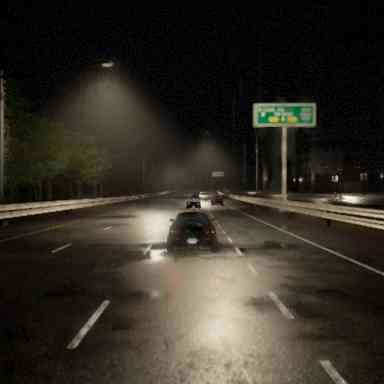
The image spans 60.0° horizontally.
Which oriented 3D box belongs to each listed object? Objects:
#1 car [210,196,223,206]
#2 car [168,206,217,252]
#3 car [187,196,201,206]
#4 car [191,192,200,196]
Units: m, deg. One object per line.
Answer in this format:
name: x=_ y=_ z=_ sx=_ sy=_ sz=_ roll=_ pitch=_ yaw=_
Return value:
car: x=3.912 y=1.415 z=52.798 sx=1.837 sy=1.490 sz=4.892 roll=0 pitch=1 yaw=1
car: x=0.024 y=1.529 z=13.819 sx=1.812 sy=1.442 sz=4.674 roll=0 pitch=0 yaw=0
car: x=0.234 y=1.542 z=45.831 sx=1.895 sy=1.301 sz=4.718 roll=0 pitch=0 yaw=1
car: x=0.565 y=1.270 z=71.791 sx=1.837 sy=1.490 sz=4.892 roll=0 pitch=0 yaw=1
